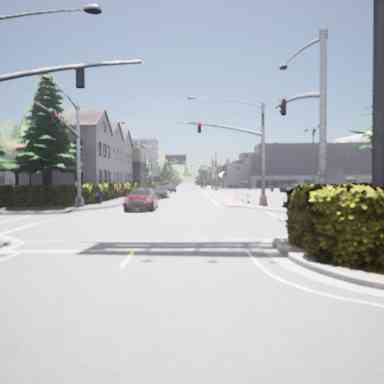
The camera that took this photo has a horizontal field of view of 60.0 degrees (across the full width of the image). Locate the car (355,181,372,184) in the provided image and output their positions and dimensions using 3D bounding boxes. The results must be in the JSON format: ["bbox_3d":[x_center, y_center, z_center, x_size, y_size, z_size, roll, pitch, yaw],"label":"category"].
[{"bbox_3d":[18.928,-0.180,34.445,1.905,1.878,3.866,-1,2,-1],"label":"car"}]

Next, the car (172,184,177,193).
[{"bbox_3d":[-3.864,-0.700,61.391,1.882,1.535,5.008,-1,2,0],"label":"car"}]

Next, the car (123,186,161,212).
[{"bbox_3d":[-3.744,0.470,24.798,2.097,1.767,4.553,-1,3,0],"label":"car"}]

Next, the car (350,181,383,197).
[{"bbox_3d":[22.151,-0.467,42.334,1.932,1.855,4.605,-1,2,-1],"label":"car"}]

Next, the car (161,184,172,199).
[{"bbox_3d":[-3.823,0.056,40.542,1.837,1.490,4.892,-1,2,0],"label":"car"}]

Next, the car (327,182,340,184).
[{"bbox_3d":[25.150,-1.049,59.733,2.152,1.636,5.027,-1,2,-1],"label":"car"}]

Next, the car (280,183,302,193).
[{"bbox_3d":[15.131,-0.549,52.292,2.007,1.523,4.514,-1,2,-1],"label":"car"}]
